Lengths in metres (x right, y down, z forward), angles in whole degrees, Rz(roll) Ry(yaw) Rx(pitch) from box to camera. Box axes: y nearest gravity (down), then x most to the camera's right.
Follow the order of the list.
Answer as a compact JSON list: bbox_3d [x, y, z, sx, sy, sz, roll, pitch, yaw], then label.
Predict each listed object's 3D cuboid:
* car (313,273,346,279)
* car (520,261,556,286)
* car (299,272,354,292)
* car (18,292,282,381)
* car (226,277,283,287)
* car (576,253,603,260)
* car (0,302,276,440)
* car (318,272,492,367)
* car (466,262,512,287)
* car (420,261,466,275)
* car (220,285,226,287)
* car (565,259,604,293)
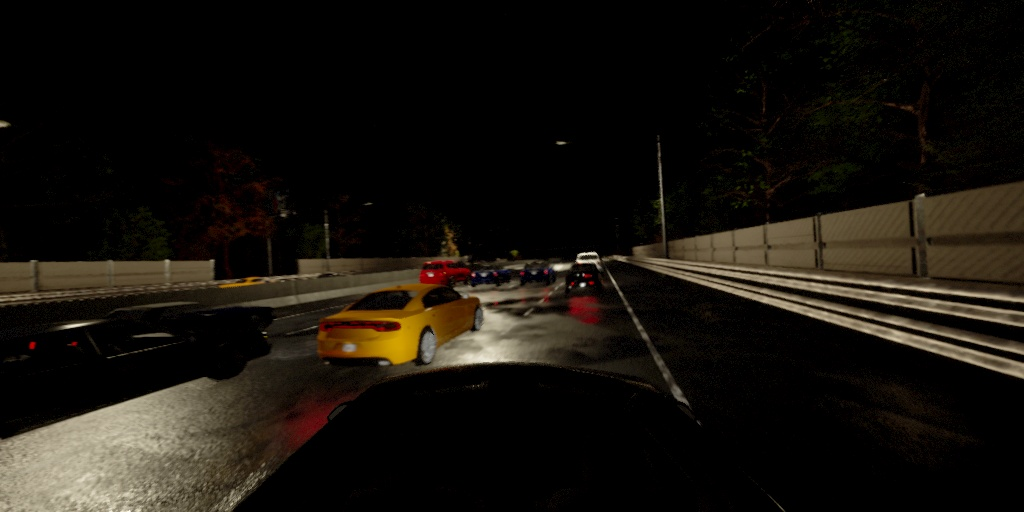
[{"bbox_3d":[-15.340,2.273,29.577,1.837,1.490,4.892,-3,0,13],"label":"car"},{"bbox_3d":[1.953,1.138,25.966,2.097,1.767,4.553,-3,0,13],"label":"car"},{"bbox_3d":[-17.731,2.437,34.599,1.837,1.490,4.892,-3,0,14],"label":"car"},{"bbox_3d":[-9.085,1.902,9.749,1.895,1.301,4.718,-3,0,13],"label":"car"},{"bbox_3d":[-21.990,2.753,31.805,1.895,1.301,4.718,-3,0,13],"label":"car"},{"bbox_3d":[6.940,0.769,32.271,2.150,2.045,5.566,-3,0,13],"label":"car"},{"bbox_3d":[-6.551,1.681,5.323,2.033,1.411,5.357,-3,0,13],"label":"car"},{"bbox_3d":[-2.201,1.388,8.513,1.882,1.535,5.008,-3,0,13],"label":"car"},{"bbox_3d":[-1.447,1.332,26.780,2.097,1.767,4.553,-3,0,13],"label":"car"},{"bbox_3d":[-4.939,1.397,27.227,2.150,2.045,5.566,-3,0,13],"label":"car"},{"bbox_3d":[-25.028,2.812,34.136,1.882,1.535,5.008,-3,0,14],"label":"car"},{"bbox_3d":[4.009,1.140,19.928,1.837,1.490,4.892,-3,0,13],"label":"car"}]
